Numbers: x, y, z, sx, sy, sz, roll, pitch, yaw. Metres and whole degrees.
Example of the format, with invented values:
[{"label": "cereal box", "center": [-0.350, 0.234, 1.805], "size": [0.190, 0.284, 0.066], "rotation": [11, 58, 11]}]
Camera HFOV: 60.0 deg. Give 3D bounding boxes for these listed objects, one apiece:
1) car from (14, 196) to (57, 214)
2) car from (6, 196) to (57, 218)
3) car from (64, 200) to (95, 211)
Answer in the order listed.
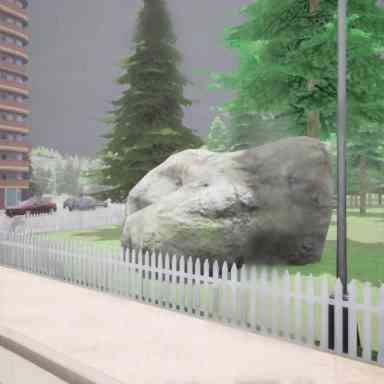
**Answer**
[{"label": "car", "center": [-16.727, 1.297, 35.864], "size": [2.097, 1.767, 4.553], "rotation": [0, 0, 8]}, {"label": "car", "center": [-14.466, 1.422, 30.220], "size": [1.882, 1.535, 5.008], "rotation": [0, 0, 15]}, {"label": "car", "center": [-12.814, 1.508, 39.059], "size": [1.994, 1.385, 4.181], "rotation": [0, 0, 4]}]
